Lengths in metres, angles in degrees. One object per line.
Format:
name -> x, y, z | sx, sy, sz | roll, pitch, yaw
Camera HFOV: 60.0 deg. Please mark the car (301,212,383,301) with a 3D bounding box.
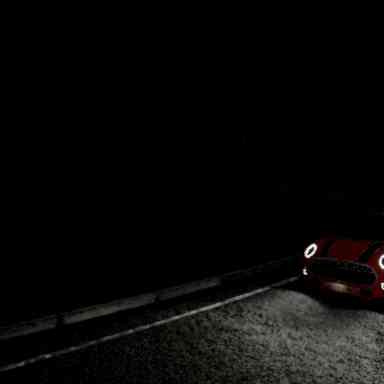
car -> 4.617, 1.341, 8.326 | 4.553, 1.767, 2.097 | 0, 1, -44
